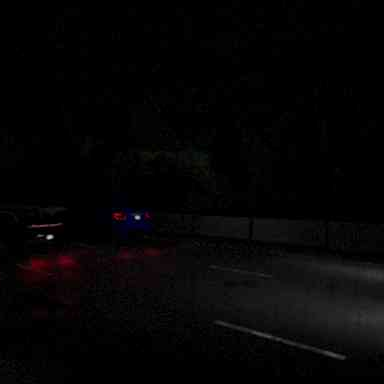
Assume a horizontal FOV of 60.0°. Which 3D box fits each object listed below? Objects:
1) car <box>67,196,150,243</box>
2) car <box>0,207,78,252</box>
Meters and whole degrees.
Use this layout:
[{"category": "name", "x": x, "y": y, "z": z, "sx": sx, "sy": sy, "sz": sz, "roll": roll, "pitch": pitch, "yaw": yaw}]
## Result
[{"category": "car", "x": -4.532, "y": 1.208, "z": 16.216, "sx": 5.566, "sy": 2.045, "sz": 2.150, "roll": 0, "pitch": 0, "yaw": 37}, {"category": "car", "x": -7.239, "y": 1.463, "z": 13.872, "sx": 4.902, "sy": 1.511, "sz": 2.128, "roll": 0, "pitch": 0, "yaw": 37}]
